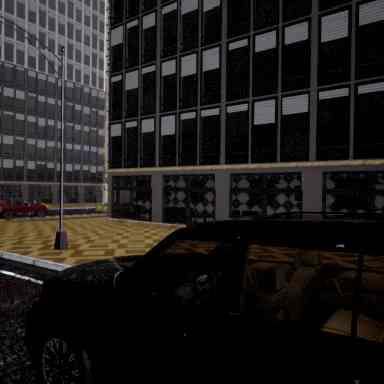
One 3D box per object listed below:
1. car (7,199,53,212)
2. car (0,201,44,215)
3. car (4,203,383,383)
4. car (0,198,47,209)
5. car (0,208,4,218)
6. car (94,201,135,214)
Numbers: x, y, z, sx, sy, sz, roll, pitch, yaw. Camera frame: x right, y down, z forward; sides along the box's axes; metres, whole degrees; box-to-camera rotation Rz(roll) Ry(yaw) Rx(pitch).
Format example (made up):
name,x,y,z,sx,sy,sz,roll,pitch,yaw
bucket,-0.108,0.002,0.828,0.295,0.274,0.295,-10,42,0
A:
name,x,y,z,sx,sy,sz,roll,pitch,yaw
car,-19.596,1.642,40.433,1.752,1.417,4.829,1,0,37
car,-19.120,1.735,36.715,1.895,1.301,4.718,1,0,37
car,0.699,1.221,3.184,5.566,2.045,2.150,0,0,36
car,-16.126,1.518,31.048,2.192,1.841,5.009,1,0,37
car,-7.283,1.347,8.905,4.553,1.767,2.097,0,0,36
car,-9.301,1.829,40.239,1.752,1.417,4.829,1,0,37
